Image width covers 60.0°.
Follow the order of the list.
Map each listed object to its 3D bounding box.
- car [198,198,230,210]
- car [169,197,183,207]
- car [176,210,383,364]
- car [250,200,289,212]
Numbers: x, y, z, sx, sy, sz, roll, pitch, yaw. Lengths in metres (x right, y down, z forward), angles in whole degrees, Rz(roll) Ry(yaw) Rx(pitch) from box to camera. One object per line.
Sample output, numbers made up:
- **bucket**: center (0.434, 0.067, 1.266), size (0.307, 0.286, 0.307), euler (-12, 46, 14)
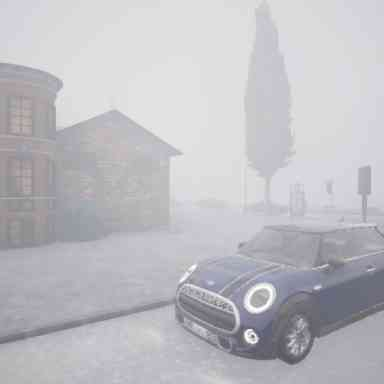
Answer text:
- **car**: center (2.748, 1.491, 42.447), size (2.128, 1.511, 4.902), euler (0, 0, -35)
- **car**: center (-3.218, 1.526, 50.822), size (1.812, 1.442, 4.674), euler (0, 0, -35)
- **car**: center (1.934, 1.352, 5.986), size (4.553, 1.767, 2.097), euler (0, 0, -36)
- **car**: center (8.064, 1.564, 35.003), size (1.994, 1.385, 4.181), euler (0, 0, -36)
